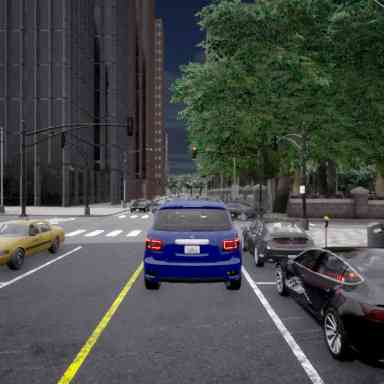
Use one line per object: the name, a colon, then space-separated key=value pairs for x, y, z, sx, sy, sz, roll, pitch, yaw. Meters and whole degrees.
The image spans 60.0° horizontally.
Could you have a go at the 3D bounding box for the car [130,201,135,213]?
car: x=-5.861 y=1.579 z=37.872 sx=1.947 sy=1.339 sz=4.313 roll=0 pitch=0 yaw=0

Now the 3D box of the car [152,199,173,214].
car: x=-3.234 y=1.538 z=36.779 sx=1.812 sy=1.442 sz=4.674 roll=0 pitch=0 yaw=1

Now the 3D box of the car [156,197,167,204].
car: x=-5.933 y=1.627 z=65.156 sx=1.802 sy=1.307 sz=4.206 roll=0 pitch=0 yaw=0

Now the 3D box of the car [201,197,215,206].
car: x=2.621 y=1.582 z=54.272 sx=2.008 sy=1.369 sz=4.403 roll=0 pitch=0 yaw=0

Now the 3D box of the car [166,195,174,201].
car: x=-6.004 y=1.626 z=92.442 sx=1.887 sy=1.381 sz=4.507 roll=0 pitch=0 yaw=0

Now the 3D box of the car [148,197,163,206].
car: x=-5.904 y=1.582 z=54.242 sx=2.008 sy=1.369 sz=4.403 roll=0 pitch=0 yaw=0

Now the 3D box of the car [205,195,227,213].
car: x=2.664 y=1.328 z=37.903 sx=2.192 sy=1.841 sz=5.009 roll=0 pitch=0 yaw=0

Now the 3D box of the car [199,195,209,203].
car: x=2.578 y=1.491 z=70.642 sx=1.967 sy=1.590 sz=4.097 roll=0 pitch=0 yaw=0

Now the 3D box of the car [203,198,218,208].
car: x=2.635 y=1.591 z=48.816 sx=1.947 sy=1.339 sz=4.313 roll=0 pitch=0 yaw=0

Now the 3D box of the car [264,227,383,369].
car: x=2.749 y=1.566 z=5.725 sx=1.947 sy=1.339 sz=4.313 roll=0 pitch=0 yaw=0

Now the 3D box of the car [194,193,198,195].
car: x=-0.079 y=1.539 z=68.448 sx=2.128 sy=1.511 sz=4.902 roll=0 pitch=0 yaw=0

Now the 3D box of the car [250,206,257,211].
car: x=3.068 y=1.576 z=27.912 sx=4.892 sy=1.490 sz=1.837 roll=2 pitch=3 yaw=20

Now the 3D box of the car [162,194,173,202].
car: x=-5.975 y=1.380 z=81.528 sx=2.192 sy=1.841 sz=5.009 roll=0 pitch=0 yaw=0

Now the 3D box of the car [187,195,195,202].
car: x=-0.206 y=1.561 z=78.847 sx=1.837 sy=1.490 sz=4.892 roll=0 pitch=0 yaw=0

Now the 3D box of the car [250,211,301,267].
car: x=2.734 y=1.551 z=11.238 sx=2.008 sy=1.369 sz=4.403 roll=0 pitch=0 yaw=0

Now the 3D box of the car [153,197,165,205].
car: x=-5.918 y=1.620 z=59.699 sx=1.802 sy=1.307 sz=4.206 roll=0 pitch=0 yaw=0

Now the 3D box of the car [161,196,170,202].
car: x=-5.961 y=1.640 z=76.071 sx=1.802 sy=1.307 sz=4.206 roll=0 pitch=0 yaw=0

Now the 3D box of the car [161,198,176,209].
car: x=-3.219 y=1.549 z=46.856 sx=1.812 sy=1.442 sz=4.674 roll=0 pitch=0 yaw=0

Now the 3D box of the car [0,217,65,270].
car: x=-5.790 y=1.526 z=11.037 sx=1.752 sy=1.417 sz=4.829 roll=0 pitch=0 yaw=0

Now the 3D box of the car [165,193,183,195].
car: x=-3.227 y=1.390 z=59.952 sx=2.097 sy=1.767 sz=4.553 roll=0 pitch=0 yaw=0

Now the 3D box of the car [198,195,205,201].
car: x=2.535 y=1.598 z=87.181 sx=1.752 sy=1.417 sz=4.829 roll=0 pitch=0 yaw=0

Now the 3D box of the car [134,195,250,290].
car: x=0.050 y=1.222 z=9.218 sx=2.150 sy=2.045 sz=5.566 roll=0 pitch=0 yaw=1
